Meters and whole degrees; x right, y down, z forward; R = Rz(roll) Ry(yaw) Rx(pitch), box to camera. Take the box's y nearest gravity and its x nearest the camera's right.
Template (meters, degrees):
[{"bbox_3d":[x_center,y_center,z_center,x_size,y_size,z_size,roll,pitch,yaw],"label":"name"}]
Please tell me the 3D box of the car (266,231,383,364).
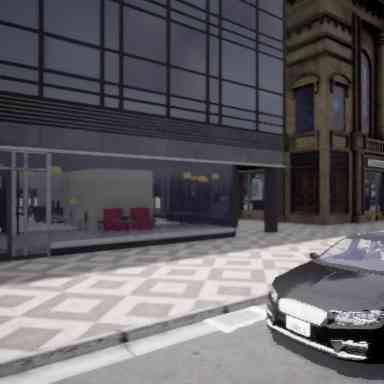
[{"bbox_3d":[3.382,1.497,5.793,4.902,1.511,2.128,0,0,-36],"label":"car"}]
